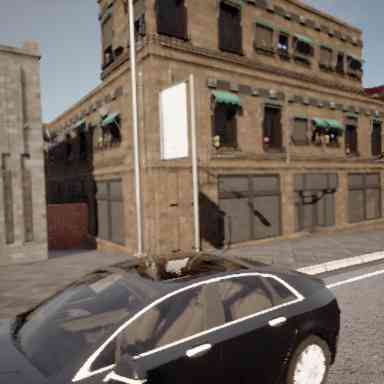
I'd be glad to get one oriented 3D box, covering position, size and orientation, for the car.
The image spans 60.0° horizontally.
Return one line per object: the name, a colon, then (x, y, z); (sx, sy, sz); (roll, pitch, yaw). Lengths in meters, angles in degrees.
car: (-0.399, 1.504, 3.469); (4.892, 1.490, 1.837); (0, 0, -35)
